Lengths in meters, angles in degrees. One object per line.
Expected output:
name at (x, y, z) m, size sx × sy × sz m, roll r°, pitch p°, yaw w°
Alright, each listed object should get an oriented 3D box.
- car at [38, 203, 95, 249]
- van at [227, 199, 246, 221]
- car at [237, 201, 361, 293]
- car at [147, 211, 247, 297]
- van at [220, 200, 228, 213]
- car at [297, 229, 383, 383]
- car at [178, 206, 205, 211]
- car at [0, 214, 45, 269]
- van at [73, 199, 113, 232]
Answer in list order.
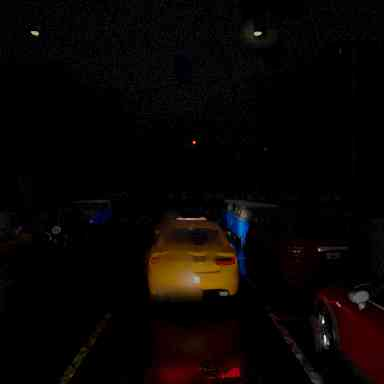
car at (-5.836, 1.441, 14.200) m, size 1.967 × 1.590 × 4.097 m, roll 0°, pitch 0°, yaw 0°
van at (2.688, 1.342, 14.245) m, size 1.690 × 1.788 × 3.998 m, roll 0°, pitch 0°, yaw 0°
car at (2.717, 1.315, 8.808) m, size 2.192 × 1.841 × 5.009 m, roll 0°, pitch 0°, yaw 0°
car at (0.039, 1.478, 8.635) m, size 1.882 × 1.535 × 5.008 m, roll 0°, pitch 0°, yaw 0°
van at (2.660, 1.343, 19.683) m, size 1.690 × 1.788 × 3.998 m, roll 0°, pitch 0°, yaw 0°
car at (2.746, 1.440, 3.370) m, size 1.967 × 1.590 × 4.097 m, roll 0°, pitch 0°, yaw 0°
car at (-0.048, 1.493, 18.137) m, size 2.128 × 1.511 × 4.902 m, roll 0°, pitch 0°, yaw 0°
car at (-5.807, 1.526, 8.593) m, size 1.752 × 1.417 × 4.829 m, roll 0°, pitch 0°, yaw 0°
van at (-5.865, 1.343, 19.638) m, size 1.690 × 1.788 × 3.998 m, roll 0°, pitch 0°, yaw 0°
